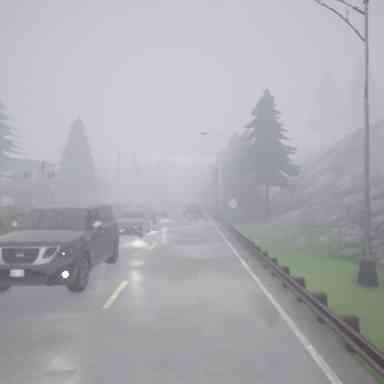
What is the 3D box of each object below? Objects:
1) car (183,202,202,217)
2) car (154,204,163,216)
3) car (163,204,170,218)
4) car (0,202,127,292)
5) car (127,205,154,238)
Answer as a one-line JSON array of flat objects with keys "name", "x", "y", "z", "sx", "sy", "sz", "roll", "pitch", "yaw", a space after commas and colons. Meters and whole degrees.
[{"name": "car", "x": 0.077, "y": 1.842, "z": 37.141, "sx": 2.097, "sy": 1.767, "sz": 4.553, "roll": 0, "pitch": -1, "yaw": 0}, {"name": "car", "x": -3.504, "y": 1.595, "z": 24.609, "sx": 1.994, "sy": 1.385, "sz": 4.181, "roll": 0, "pitch": -1, "yaw": 0}, {"name": "car", "x": -3.508, "y": 2.001, "z": 35.647, "sx": 1.812, "sy": 1.442, "sz": 4.674, "roll": 0, "pitch": -1, "yaw": 0}, {"name": "car", "x": -3.593, "y": 1.350, "z": 9.615, "sx": 2.150, "sy": 2.045, "sz": 5.566, "roll": 0, "pitch": -1, "yaw": 0}, {"name": "car", "x": -3.586, "y": 1.762, "z": 19.616, "sx": 1.837, "sy": 1.490, "sz": 4.892, "roll": 0, "pitch": 0, "yaw": 0}]
